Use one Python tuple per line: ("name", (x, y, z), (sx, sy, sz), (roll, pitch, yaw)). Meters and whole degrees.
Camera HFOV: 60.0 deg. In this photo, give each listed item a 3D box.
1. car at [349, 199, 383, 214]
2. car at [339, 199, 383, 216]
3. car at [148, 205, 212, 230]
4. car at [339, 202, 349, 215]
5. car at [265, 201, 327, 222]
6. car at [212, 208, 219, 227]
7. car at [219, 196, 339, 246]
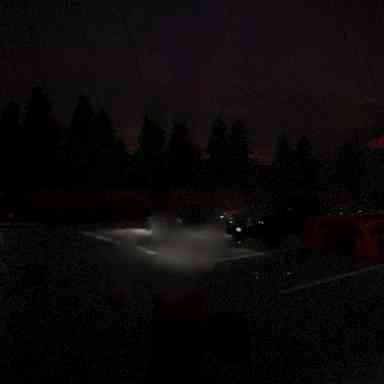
("car", (12.576, 1.355, 21.540), (4.553, 1.767, 2.097), (0, 0, -35))
("car", (16.948, 1.506, 33.253), (4.892, 1.490, 1.837), (-1, 0, -35))
("car", (-0.071, 1.548, 21.160), (5.357, 1.411, 2.033), (0, 0, -39))
("car", (11.938, 1.528, 25.379), (4.674, 1.442, 1.812), (0, 0, -35))
("car", (8.605, 1.550, 27.304), (5.357, 1.411, 2.033), (0, 0, -35))
("car", (3.784, 1.353, 19.568), (4.553, 1.767, 2.097), (0, 0, -35))
("car", (4.205, 1.223, 15.571), (5.566, 2.045, 2.150), (0, 0, -36))
